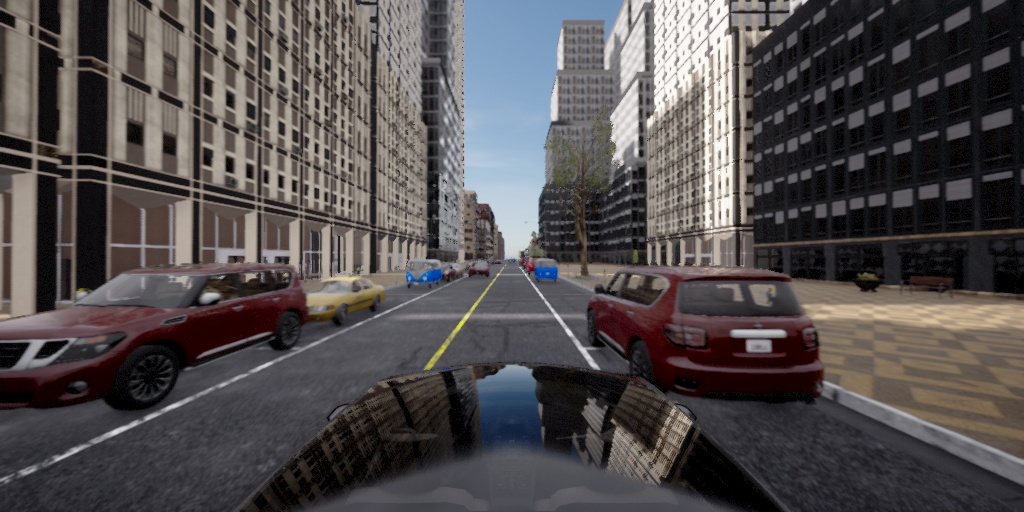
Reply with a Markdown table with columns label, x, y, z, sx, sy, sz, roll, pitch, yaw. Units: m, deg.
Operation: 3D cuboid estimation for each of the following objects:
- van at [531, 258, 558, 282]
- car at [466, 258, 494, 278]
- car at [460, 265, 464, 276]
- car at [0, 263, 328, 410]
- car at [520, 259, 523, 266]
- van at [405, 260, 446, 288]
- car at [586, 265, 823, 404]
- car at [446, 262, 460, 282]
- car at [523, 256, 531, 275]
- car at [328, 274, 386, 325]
| label | x | y | z | sx | sy | sz | roll | pitch | yaw |
| --- | --- | --- | --- | --- | --- | --- | --- | --- | --- |
| van | 2.698 | 1.124 | 29.066 | 1.690 | 1.789 | 3.998 | 0 | 0 | 0 |
| car | -3.092 | 1.270 | 34.801 | 1.882 | 1.535 | 5.008 | 0 | 0 | 0 |
| car | -5.690 | 1.318 | 34.611 | 1.751 | 1.417 | 4.829 | 0 | 0 | 0 |
| car | -5.690 | 1.070 | 6.337 | 2.192 | 1.841 | 5.009 | 0 | 0 | 0 |
| car | 2.674 | 1.415 | 57.511 | 1.802 | 1.307 | 4.207 | 0 | 0 | 0 |
| van | -5.690 | 1.117 | 23.403 | 1.690 | 1.789 | 3.998 | 0 | 0 | 0 |
| car | 2.695 | 1.070 | 6.311 | 2.192 | 1.841 | 5.009 | 0 | 0 | 0 |
| car | -5.690 | 1.223 | 29.092 | 1.967 | 1.591 | 4.097 | 0 | 0 | 0 |
| car | 2.701 | 1.116 | 40.445 | 2.192 | 1.841 | 5.009 | 0 | 0 | 0 |
| car | -5.690 | 1.287 | 11.856 | 1.751 | 1.417 | 4.829 | 0 | 0 | 0 |
